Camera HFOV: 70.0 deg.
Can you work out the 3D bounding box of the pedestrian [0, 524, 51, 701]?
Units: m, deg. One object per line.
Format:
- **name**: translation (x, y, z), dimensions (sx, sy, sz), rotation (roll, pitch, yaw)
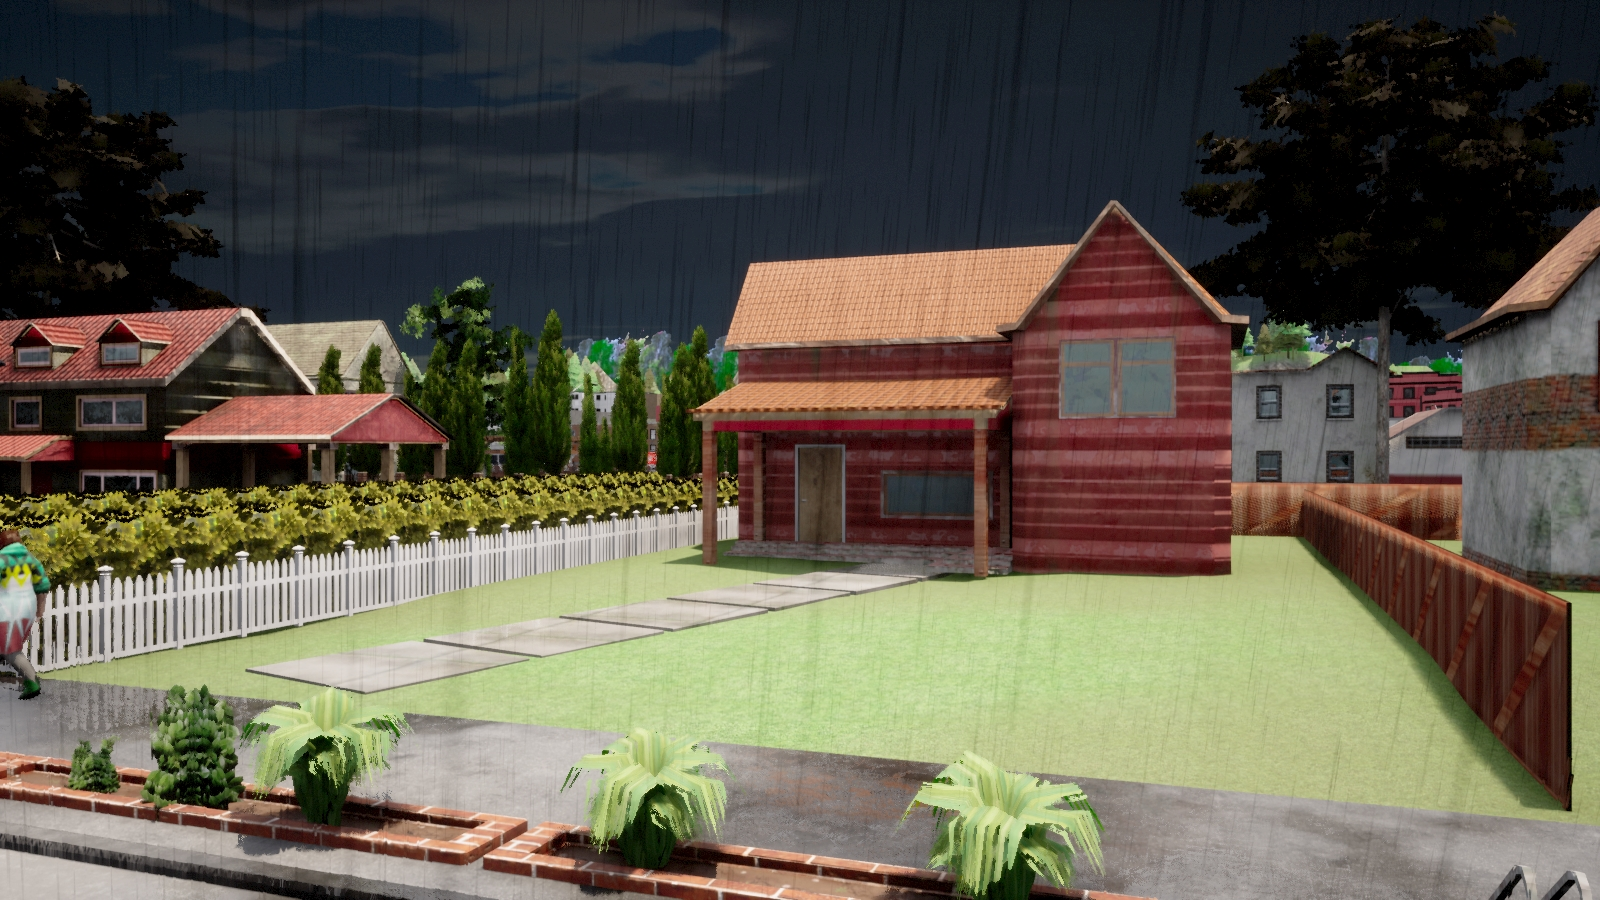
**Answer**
- **pedestrian**: translation (-8.452, 1.744, 12.405), dimensions (0.375, 1.860, 0.375), rotation (0, 0, 17)
